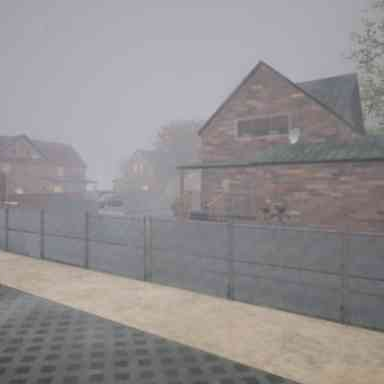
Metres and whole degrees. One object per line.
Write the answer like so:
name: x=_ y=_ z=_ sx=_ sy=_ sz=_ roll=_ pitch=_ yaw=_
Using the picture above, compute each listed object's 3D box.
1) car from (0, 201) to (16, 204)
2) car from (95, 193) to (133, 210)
car: x=-14.913 y=1.166 z=23.186 sx=1.882 sy=1.535 sz=5.008 roll=1 pitch=2 yaw=35
car: x=-7.925 y=0.907 z=33.001 sx=1.837 sy=1.490 sz=4.892 roll=1 pitch=3 yaw=35
